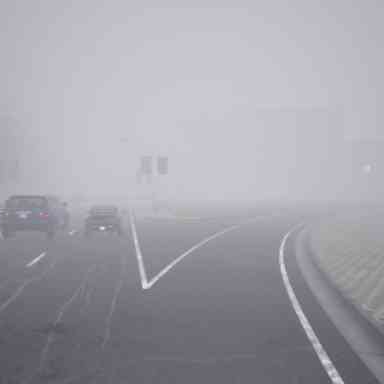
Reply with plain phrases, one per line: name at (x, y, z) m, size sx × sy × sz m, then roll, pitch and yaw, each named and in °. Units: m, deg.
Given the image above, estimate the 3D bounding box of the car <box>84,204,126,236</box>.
car at (-4.626, 1.420, 17.860) m, size 1.837 × 1.490 × 4.892 m, roll 0°, pitch 0°, yaw -11°

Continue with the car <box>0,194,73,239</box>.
car at (-7.740, 1.109, 16.877) m, size 2.150 × 2.045 × 5.566 m, roll 1°, pitch 0°, yaw -11°

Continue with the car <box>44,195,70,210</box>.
car at (-15.514, 1.176, 38.563) m, size 1.882 × 1.535 × 5.008 m, roll 1°, pitch 0°, yaw -11°

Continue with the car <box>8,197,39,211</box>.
car at (-18.443, 1.244, 36.613) m, size 1.994 × 1.385 × 4.181 m, roll 1°, pitch 0°, yaw -11°

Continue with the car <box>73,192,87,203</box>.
car at (-18.769, 0.835, 55.298) m, size 2.097 × 1.767 × 4.553 m, roll 1°, pitch 1°, yaw -11°

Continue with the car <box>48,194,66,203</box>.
car at (-21.771, 1.064, 53.778) m, size 1.895 × 1.301 × 4.718 m, roll 1°, pitch 1°, yaw -11°
